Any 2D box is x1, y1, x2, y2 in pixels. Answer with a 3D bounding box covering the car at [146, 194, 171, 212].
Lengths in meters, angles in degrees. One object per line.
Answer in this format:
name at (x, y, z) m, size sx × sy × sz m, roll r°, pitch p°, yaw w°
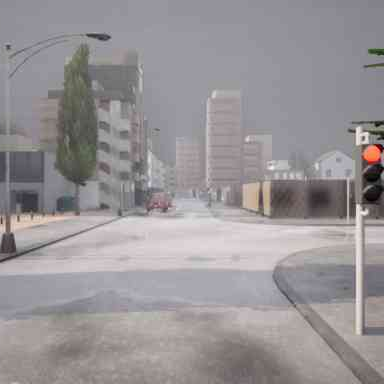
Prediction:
car at (-3.991, 1.212, 39.217) m, size 2.150 × 2.045 × 5.566 m, roll 0°, pitch 0°, yaw 0°
